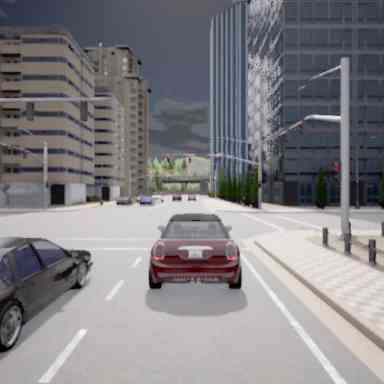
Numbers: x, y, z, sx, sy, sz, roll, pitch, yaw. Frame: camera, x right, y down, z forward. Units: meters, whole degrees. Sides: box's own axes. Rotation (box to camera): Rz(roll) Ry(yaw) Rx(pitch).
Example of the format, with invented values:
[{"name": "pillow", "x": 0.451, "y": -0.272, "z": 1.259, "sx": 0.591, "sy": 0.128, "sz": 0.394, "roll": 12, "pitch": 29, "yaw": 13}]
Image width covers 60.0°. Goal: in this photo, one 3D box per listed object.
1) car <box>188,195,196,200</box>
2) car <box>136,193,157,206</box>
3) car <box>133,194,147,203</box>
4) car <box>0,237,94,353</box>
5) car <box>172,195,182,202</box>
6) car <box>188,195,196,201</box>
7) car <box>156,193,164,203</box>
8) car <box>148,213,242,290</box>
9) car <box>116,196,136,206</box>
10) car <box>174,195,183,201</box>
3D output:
[{"name": "car", "x": -0.009, "y": 1.401, "z": 85.622, "sx": 1.812, "sy": 1.442, "sz": 4.674, "roll": 0, "pitch": 0, "yaw": 0}, {"name": "car", "x": -7.075, "y": 1.421, "z": 52.378, "sx": 1.882, "sy": 1.535, "sz": 5.008, "roll": 0, "pitch": 0, "yaw": 0}, {"name": "car", "x": -10.508, "y": 1.283, "z": 67.722, "sx": 2.097, "sy": 1.767, "sz": 4.553, "roll": 0, "pitch": 0, "yaw": 0}, {"name": "car", "x": -3.435, "y": 1.541, "z": 6.059, "sx": 2.033, "sy": 1.411, "sz": 5.357, "roll": 0, "pitch": 0, "yaw": 0}, {"name": "car", "x": -3.508, "y": 1.388, "z": 76.012, "sx": 1.882, "sy": 1.535, "sz": 5.008, "roll": 0, "pitch": 0, "yaw": 0}, {"name": "car", "x": -0.008, "y": 1.464, "z": 77.129, "sx": 1.994, "sy": 1.385, "sz": 4.181, "roll": 0, "pitch": 0, "yaw": 0}, {"name": "car", "x": -7.008, "y": 1.149, "z": 68.048, "sx": 2.150, "sy": 2.045, "sz": 5.566, "roll": 0, "pitch": 0, "yaw": 0}, {"name": "car", "x": 0.082, "y": 1.342, "z": 9.257, "sx": 2.097, "sy": 1.767, "sz": 4.553, "roll": 0, "pitch": 0, "yaw": 0}, {"name": "car", "x": -10.573, "y": 1.491, "z": 52.475, "sx": 2.033, "sy": 1.411, "sz": 5.357, "roll": 0, "pitch": 0, "yaw": 0}, {"name": "car", "x": -3.509, "y": 1.417, "z": 85.622, "sx": 2.033, "sy": 1.411, "sz": 5.357, "roll": 0, "pitch": 0, "yaw": 0}]
